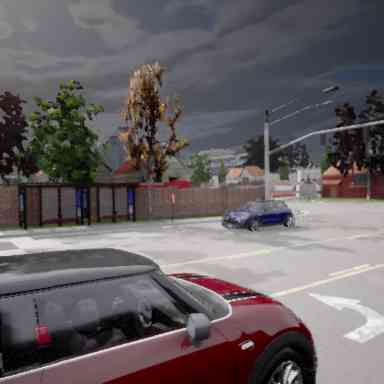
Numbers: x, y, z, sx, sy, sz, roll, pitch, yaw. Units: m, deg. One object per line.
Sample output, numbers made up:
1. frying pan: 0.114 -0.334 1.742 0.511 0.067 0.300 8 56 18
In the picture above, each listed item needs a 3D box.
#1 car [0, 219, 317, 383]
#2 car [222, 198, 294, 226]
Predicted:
1. car: -0.871 1.351 3.126 4.553 1.767 2.097 0 0 -36
2. car: 3.923 1.272 19.679 4.553 1.767 2.097 -1 0 -35
